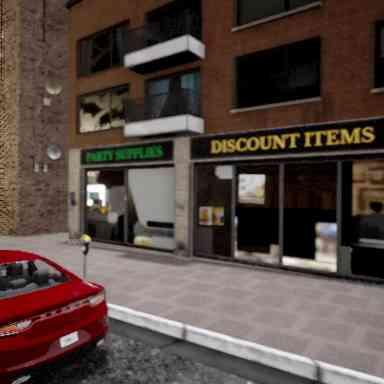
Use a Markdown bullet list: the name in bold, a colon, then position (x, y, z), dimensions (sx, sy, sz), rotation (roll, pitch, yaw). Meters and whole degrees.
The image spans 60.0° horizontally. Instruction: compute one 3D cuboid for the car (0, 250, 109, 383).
- **car**: position (-3.246, 1.599, 5.162), dimensions (4.507, 1.381, 1.887), rotation (-1, 1, 35)
